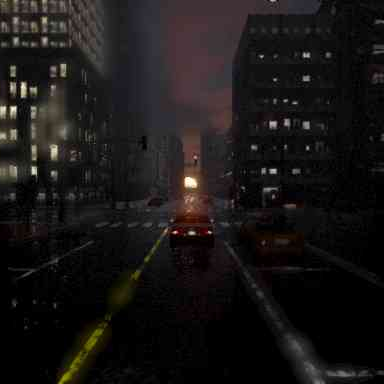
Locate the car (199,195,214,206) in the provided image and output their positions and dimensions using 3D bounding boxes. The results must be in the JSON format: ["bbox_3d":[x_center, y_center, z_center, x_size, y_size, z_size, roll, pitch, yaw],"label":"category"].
[{"bbox_3d":[2.678,1.538,56.153,2.008,1.369,4.403,-1,0,0],"label":"car"}]

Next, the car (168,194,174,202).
[{"bbox_3d":[-5.702,1.530,73.116,1.887,1.381,4.507,-1,0,0],"label":"car"}]

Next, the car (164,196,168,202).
[{"bbox_3d":[-5.702,1.553,56.152,1.947,1.339,4.313,-1,0,0],"label":"car"}]

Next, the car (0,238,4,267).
[{"bbox_3d":[-5.832,1.541,6.956,1.887,1.381,4.507,-1,0,0],"label":"car"}]

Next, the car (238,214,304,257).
[{"bbox_3d":[2.807,1.520,12.713,1.752,1.417,4.829,-1,0,0],"label":"car"}]

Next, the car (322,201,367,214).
[{"bbox_3d":[16.314,1.622,35.676,4.403,1.369,2.008,0,0,1],"label":"car"}]

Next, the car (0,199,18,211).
[{"bbox_3d":[-21.661,1.274,36.174,4.829,1.417,1.752,0,0,1],"label":"car"}]

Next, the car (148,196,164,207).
[{"bbox_3d":[-5.702,1.513,50.328,1.752,1.417,4.829,-1,0,0],"label":"car"}]

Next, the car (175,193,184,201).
[{"bbox_3d":[-2.999,1.206,79.659,2.150,2.045,5.566,0,0,0],"label":"car"}]

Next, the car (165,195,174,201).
[{"bbox_3d":[-5.702,1.529,84.425,1.887,1.381,4.507,-1,0,0],"label":"car"}]

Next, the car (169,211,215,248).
[{"bbox_3d":[0.000,1.558,14.652,2.033,1.411,5.357,0,0,0],"label":"car"}]
